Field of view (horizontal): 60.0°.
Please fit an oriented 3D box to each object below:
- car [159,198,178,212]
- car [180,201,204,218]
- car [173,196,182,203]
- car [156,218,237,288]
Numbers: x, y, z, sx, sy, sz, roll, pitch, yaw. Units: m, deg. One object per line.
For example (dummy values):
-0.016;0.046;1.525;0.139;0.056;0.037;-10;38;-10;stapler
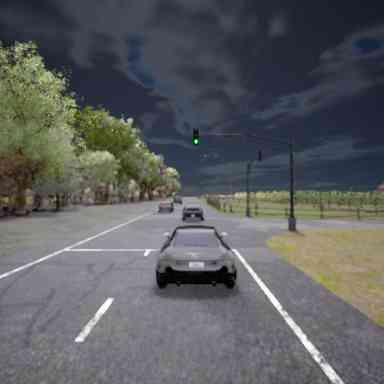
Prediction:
-3.410;1.906;45.075;2.128;1.511;4.902;0;0;0;car
0.092;1.796;31.256;1.837;1.490;4.892;0;0;0;car
-3.518;1.948;79.973;2.150;2.045;5.566;0;-1;0;car
0.099;1.653;9.569;1.994;1.385;4.181;0;-1;0;car
